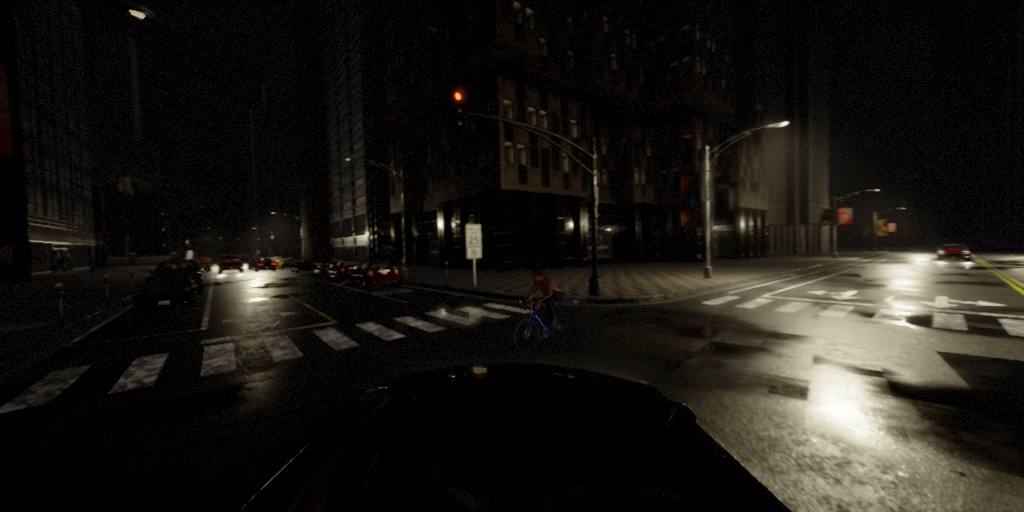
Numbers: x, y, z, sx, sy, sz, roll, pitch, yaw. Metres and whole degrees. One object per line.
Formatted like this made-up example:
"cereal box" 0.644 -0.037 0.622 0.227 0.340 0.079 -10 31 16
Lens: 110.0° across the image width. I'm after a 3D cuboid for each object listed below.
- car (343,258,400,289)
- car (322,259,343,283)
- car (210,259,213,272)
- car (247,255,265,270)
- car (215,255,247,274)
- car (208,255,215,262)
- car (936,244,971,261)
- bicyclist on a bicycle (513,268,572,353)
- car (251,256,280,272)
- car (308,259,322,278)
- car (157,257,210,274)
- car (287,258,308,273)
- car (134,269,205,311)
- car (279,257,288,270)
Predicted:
"car" -8.067 0.928 20.790 1.967 1.591 4.097 0 0 -39
"car" -11.512 0.915 24.981 1.967 1.591 4.097 0 0 -39
"car" -35.324 1.353 40.533 1.802 1.307 4.207 0 0 -39
"car" -33.445 0.877 47.257 2.097 1.767 4.553 -3 2 -39
"car" -31.804 0.883 40.532 2.150 2.045 5.566 -3 2 -39
"car" -38.769 1.076 44.724 2.192 1.841 5.009 0 0 -39
"car" 43.894 -0.399 35.650 4.553 1.767 2.097 -2 2 -39
"bicyclist on a bicycle" 0.650 1.066 7.259 1.656 1.620 0.582 -3 2 -39
"car" -28.308 1.064 41.074 1.812 1.442 4.674 -3 2 -39
"car" -14.957 1.044 29.171 1.802 1.307 4.207 0 0 -39
"car" -18.095 1.145 19.575 2.192 1.841 5.009 0 0 -39
"car" -21.847 0.983 37.552 1.888 1.381 4.507 0 0 -39
"car" -14.649 1.409 15.384 1.948 1.339 4.313 0 0 -39
"car" -28.845 0.941 46.065 1.751 1.417 4.829 0 0 -39
